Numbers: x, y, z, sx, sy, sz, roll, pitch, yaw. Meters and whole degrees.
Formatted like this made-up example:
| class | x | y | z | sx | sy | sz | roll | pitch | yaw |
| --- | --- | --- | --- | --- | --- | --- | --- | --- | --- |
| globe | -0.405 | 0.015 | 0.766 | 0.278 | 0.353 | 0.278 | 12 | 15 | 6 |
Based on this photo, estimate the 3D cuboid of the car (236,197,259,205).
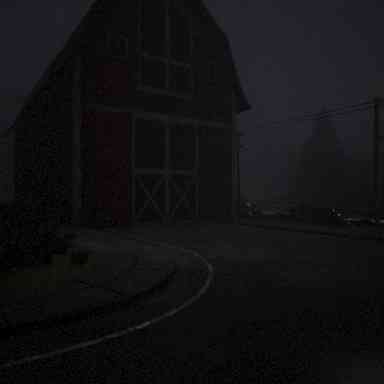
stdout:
| class | x | y | z | sx | sy | sz | roll | pitch | yaw |
| --- | --- | --- | --- | --- | --- | --- | --- | --- | --- |
| car | 5.764 | 1.379 | 38.355 | 2.097 | 1.767 | 4.553 | 0 | 0 | -34 |

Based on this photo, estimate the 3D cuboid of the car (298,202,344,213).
| class | x | y | z | sx | sy | sz | roll | pitch | yaw |
| --- | --- | --- | --- | --- | --- | --- | --- | --- | --- |
| car | 11.328 | 1.628 | 30.246 | 1.895 | 1.301 | 4.718 | 0 | 0 | -34 |
